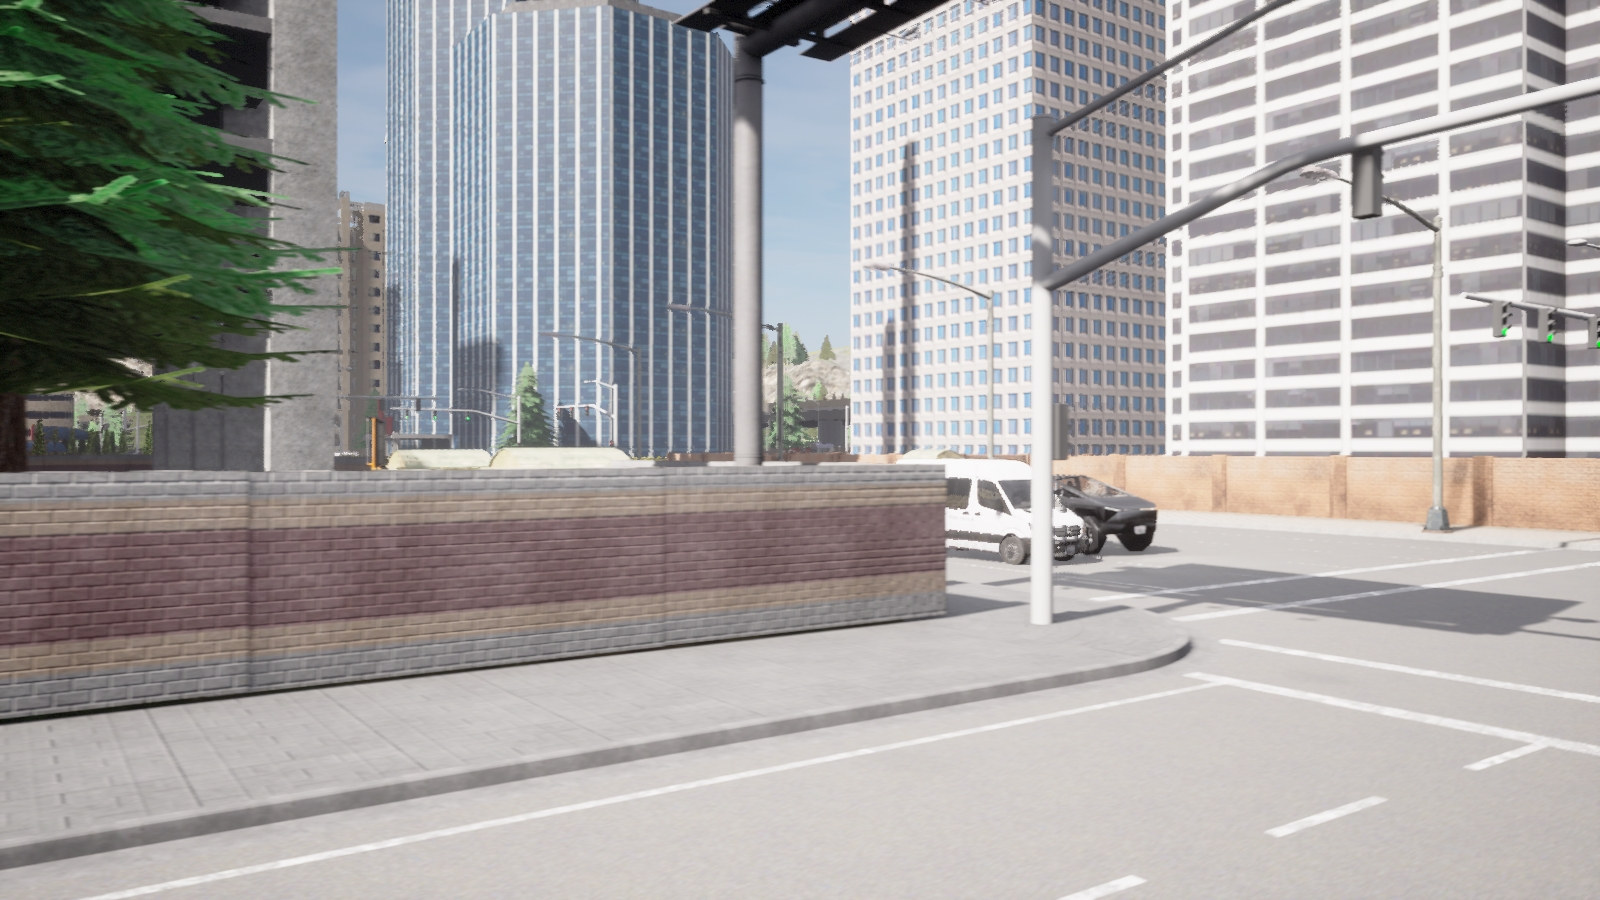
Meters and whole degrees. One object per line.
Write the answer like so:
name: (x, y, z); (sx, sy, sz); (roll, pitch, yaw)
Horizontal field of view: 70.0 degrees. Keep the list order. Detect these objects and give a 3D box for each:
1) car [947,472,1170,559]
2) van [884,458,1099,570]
car: (7.208, 1.753, 32.682); (2.390, 2.098, 6.274); (0, 0, -35)
van: (4.850, 1.534, 29.957); (1.988, 2.561, 5.915); (0, 0, -35)
